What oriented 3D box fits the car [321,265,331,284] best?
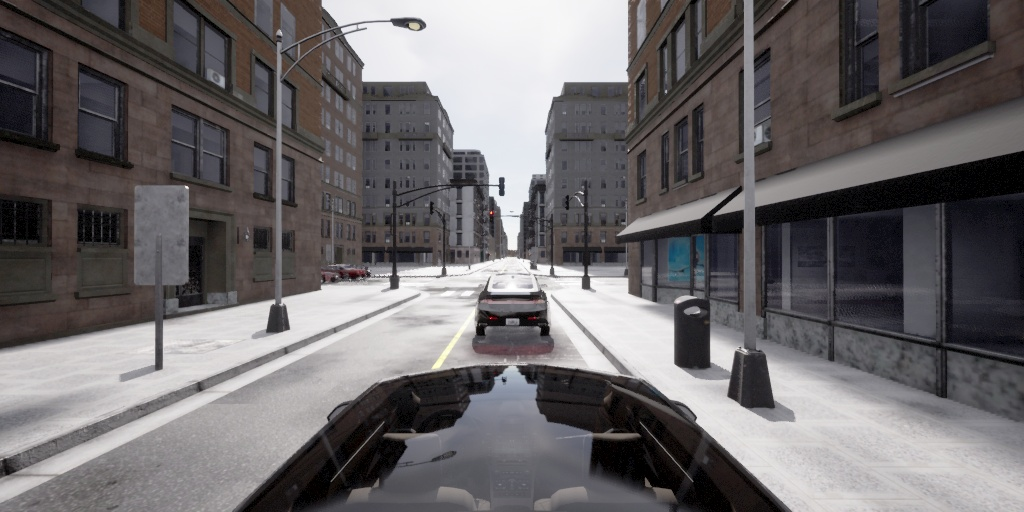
[{"bbox_3d":[-14.706,1.289,23.552,4.313,1.339,1.948,0,0,0],"label":"car"}]

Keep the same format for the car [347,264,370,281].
[{"bbox_3d":[-14.475,1.352,29.040,4.718,1.301,1.895,0,0,0],"label":"car"}]

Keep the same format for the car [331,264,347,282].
[{"bbox_3d":[-14.734,1.300,26.096,4.181,1.385,1.994,0,0,0],"label":"car"}]

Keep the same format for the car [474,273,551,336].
[{"bbox_3d":[0.025,1.242,10.362,2.128,1.511,4.902,0,0,0],"label":"car"}]
